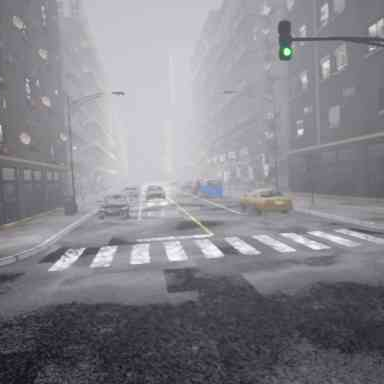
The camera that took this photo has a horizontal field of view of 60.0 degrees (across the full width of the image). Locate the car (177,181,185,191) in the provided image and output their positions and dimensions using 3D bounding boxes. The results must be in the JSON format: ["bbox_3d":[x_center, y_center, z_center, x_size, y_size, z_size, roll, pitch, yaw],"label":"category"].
[{"bbox_3d":[-0.651,-0.991,48.879,1.967,1.590,4.097,-2,3,-8],"label":"car"}]

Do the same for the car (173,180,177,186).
[{"bbox_3d":[-1.460,-1.120,54.477,2.008,1.369,4.403,-2,3,-8],"label":"car"}]

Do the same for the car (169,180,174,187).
[{"bbox_3d":[-3.898,-1.836,71.253,1.887,1.381,4.507,-2,3,-8],"label":"car"}]

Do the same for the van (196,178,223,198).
[{"bbox_3d":[1.816,-0.373,32.104,1.690,1.788,3.998,-2,3,-8],"label":"van"}]

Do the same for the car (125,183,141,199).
[{"bbox_3d":[-6.802,0.044,36.529,1.802,1.307,4.206,-2,3,-8],"label":"car"}]

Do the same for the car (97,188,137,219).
[{"bbox_3d":[-4.492,0.742,19.728,2.008,1.369,4.403,-2,3,-8],"label":"car"}]

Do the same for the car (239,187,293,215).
[{"bbox_3d":[3.906,0.396,18.450,1.752,1.417,4.829,-2,3,-8],"label":"car"}]

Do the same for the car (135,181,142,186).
[{"bbox_3d":[-14.933,-2.358,92.469,1.887,1.381,4.507,-2,3,-8],"label":"car"}]

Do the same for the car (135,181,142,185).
[{"bbox_3d":[-7.593,-0.245,41.952,1.752,1.417,4.829,-2,3,-8],"label":"car"}]

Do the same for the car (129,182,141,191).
[{"bbox_3d":[-10.055,-0.943,58.903,2.008,1.369,4.403,-2,3,-8],"label":"car"}]

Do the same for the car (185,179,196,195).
[{"bbox_3d":[0.970,-0.637,37.688,2.192,1.841,5.009,-2,3,-8],"label":"car"}]

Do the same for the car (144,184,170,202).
[{"bbox_3d":[-3.592,0.072,32.184,2.033,1.411,5.357,-3,3,-8],"label":"car"}]
